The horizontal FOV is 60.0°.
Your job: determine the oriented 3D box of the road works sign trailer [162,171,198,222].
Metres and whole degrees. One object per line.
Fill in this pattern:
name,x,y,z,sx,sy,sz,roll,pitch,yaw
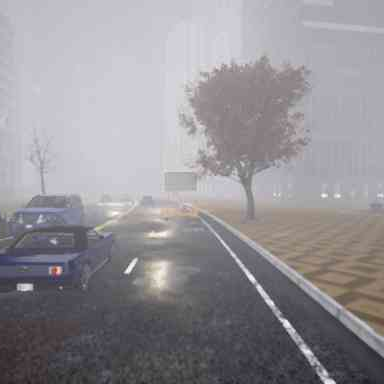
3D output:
road works sign trailer,-0.838,0.291,24.472,2.380,3.560,2.880,0,0,-5

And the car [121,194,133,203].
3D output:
car,-11.369,1.114,58.152,2.033,1.411,5.357,0,1,-9

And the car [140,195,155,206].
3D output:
car,-6.268,1.183,46.746,1.812,1.442,4.674,0,0,-7

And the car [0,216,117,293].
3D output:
car,-3.288,1.543,8.681,1.895,1.301,4.718,0,0,-2

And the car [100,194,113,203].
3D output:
car,-14.349,1.091,56.120,1.837,1.490,4.892,0,1,-8

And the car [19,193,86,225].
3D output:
car,-7.077,1.110,16.977,2.150,2.045,5.566,0,0,-2

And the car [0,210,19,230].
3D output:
car,-10.244,1.397,15.078,2.128,1.511,4.902,0,0,-3
